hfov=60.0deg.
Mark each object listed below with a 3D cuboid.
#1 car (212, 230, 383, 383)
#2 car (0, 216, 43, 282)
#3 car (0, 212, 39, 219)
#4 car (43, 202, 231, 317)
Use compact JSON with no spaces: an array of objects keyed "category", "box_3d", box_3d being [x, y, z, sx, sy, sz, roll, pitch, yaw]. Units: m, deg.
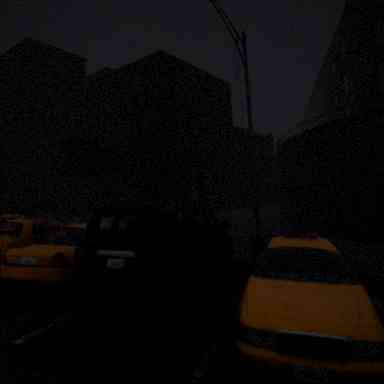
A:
[{"category":"car","box_3d":[1.905,1.495,5.853,1.946,1.575,5.366,0,-1,16]},{"category":"car","box_3d":[-2.861,1.518,9.696,1.946,1.575,5.366,0,-1,16]},{"category":"car","box_3d":[-5.293,1.537,11.439,1.946,1.575,5.366,0,-1,16]},{"category":"car","box_3d":[-0.474,1.256,7.804,2.435,2.045,5.566,0,-1,16]}]
